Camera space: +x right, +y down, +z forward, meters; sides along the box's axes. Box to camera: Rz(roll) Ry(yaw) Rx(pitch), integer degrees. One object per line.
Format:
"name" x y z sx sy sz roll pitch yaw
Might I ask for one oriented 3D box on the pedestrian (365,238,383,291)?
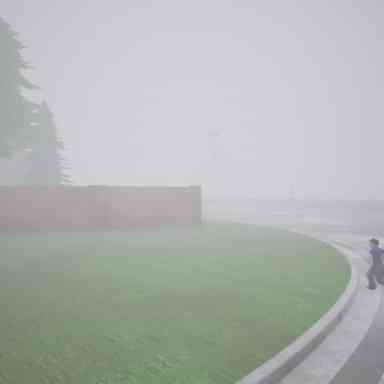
"pedestrian" 4.147 1.574 7.425 0.375 1.300 0.375 0 0 30
